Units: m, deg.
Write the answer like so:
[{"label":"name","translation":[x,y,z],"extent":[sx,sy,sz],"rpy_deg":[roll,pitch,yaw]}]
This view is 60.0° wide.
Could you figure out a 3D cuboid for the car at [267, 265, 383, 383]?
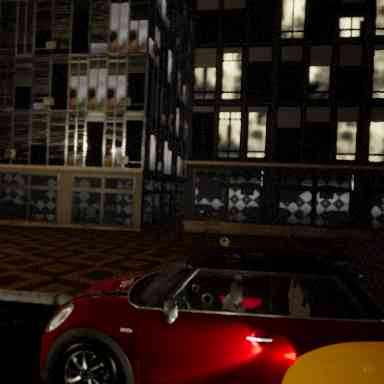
[{"label":"car","translation":[3.025,1.556,1.788],"extent":[5.008,1.535,1.882],"rpy_deg":[1,0,11]}]

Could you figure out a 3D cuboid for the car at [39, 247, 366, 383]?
[{"label":"car","translation":[0.274,1.444,4.158],"extent":[4.097,1.590,1.967],"rpy_deg":[1,1,9]}]
